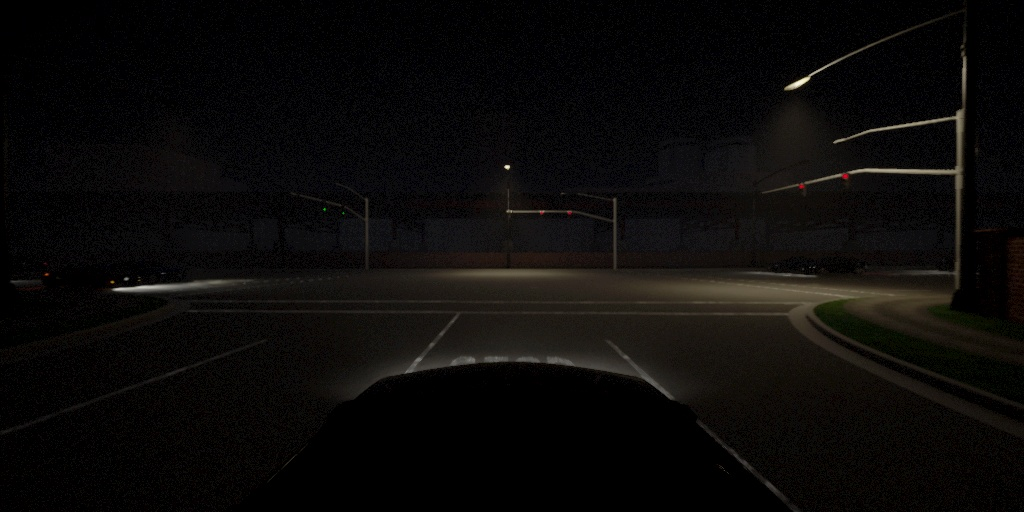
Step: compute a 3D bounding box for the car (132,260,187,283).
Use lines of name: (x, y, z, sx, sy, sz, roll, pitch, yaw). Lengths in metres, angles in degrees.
car: (-25.194, 1.035, 24.570, 5.008, 1.535, 1.882, 0, 0, 2)

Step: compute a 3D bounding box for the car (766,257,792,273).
car: (26.649, 0.835, 33.878, 4.674, 1.442, 1.812, -1, 0, 2)

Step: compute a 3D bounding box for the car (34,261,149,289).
car: (-24.555, 1.151, 21.050, 4.181, 1.385, 1.994, 0, 0, 2)

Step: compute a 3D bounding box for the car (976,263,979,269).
car: (42.811, 0.598, 29.929, 4.902, 1.511, 2.128, -1, 0, 2)

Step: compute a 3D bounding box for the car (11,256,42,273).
car: (-49.638, 0.814, 35.815, 4.553, 1.767, 2.097, 0, 0, 2)

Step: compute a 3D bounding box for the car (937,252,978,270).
car: (42.831, 0.430, 33.421, 4.553, 1.767, 2.097, -1, 0, 2)

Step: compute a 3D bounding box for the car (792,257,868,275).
car: (27.078, 0.834, 30.362, 4.892, 1.490, 1.837, -1, 0, 1)
